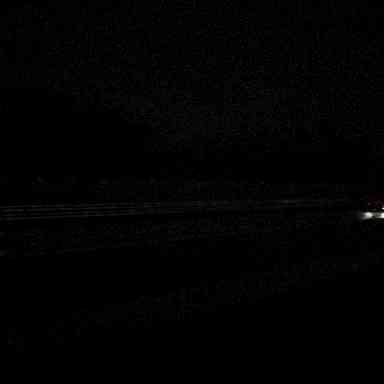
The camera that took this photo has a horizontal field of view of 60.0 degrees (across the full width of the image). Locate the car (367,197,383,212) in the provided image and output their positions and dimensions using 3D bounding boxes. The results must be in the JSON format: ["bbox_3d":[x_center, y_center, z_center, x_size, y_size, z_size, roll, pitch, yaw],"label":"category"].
[{"bbox_3d":[21.074,1.274,36.278,4.553,1.767,2.097,0,0,-35],"label":"car"}]
